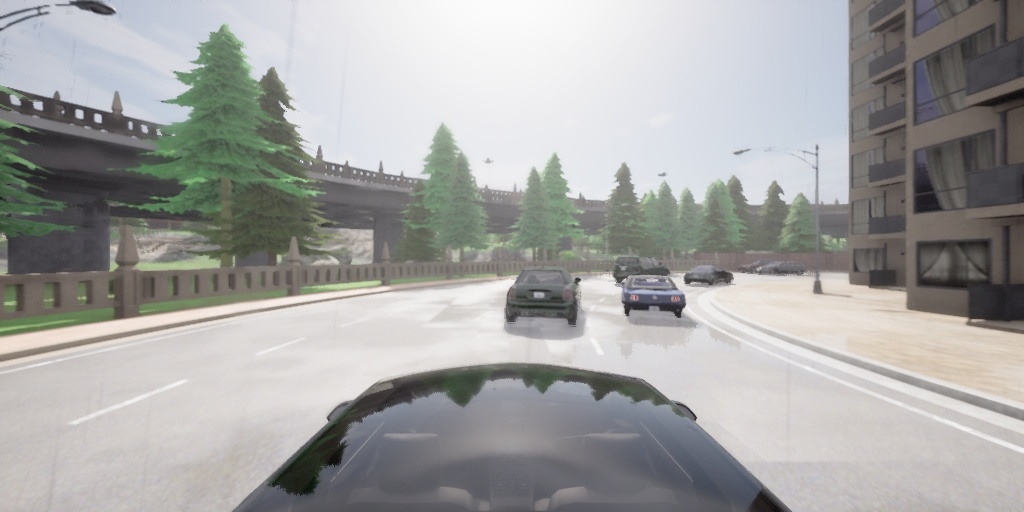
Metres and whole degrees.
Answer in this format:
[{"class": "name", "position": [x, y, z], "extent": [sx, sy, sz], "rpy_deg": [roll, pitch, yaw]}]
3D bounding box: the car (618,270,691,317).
[{"class": "car", "position": [5.088, 1.374, 13.410], "extent": [1.895, 1.301, 4.718], "rpy_deg": [0, 0, 16]}]

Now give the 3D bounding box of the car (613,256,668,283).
[{"class": "car", "position": [9.749, 1.022, 26.961], "extent": [5.566, 2.045, 2.150], "rpy_deg": [0, -1, -44]}]

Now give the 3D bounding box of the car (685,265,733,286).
[{"class": "car", "position": [14.352, 1.364, 26.118], "extent": [4.181, 1.385, 1.994], "rpy_deg": [0, 0, -38]}]

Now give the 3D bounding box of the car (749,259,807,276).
[{"class": "car", "position": [28.764, 1.317, 38.412], "extent": [4.902, 1.511, 2.128], "rpy_deg": [0, 0, -3]}]

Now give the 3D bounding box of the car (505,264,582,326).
[{"class": "car", "position": [1.226, 1.123, 12.140], "extent": [2.097, 1.767, 4.553], "rpy_deg": [0, 0, 13]}]

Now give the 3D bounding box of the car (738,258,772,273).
[{"class": "car", "position": [28.979, 1.185, 41.910], "extent": [4.553, 1.767, 2.097], "rpy_deg": [0, 0, -3]}]
